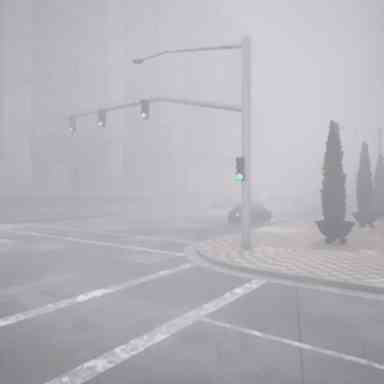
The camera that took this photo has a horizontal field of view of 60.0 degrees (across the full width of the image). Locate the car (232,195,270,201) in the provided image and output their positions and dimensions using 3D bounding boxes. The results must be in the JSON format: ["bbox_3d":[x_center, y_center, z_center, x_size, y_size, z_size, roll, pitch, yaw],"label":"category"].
[{"bbox_3d":[7.294,1.484,40.666,2.128,1.511,4.902,0,0,36],"label":"car"}]

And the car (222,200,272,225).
[{"bbox_3d":[4.328,1.560,24.465,1.994,1.385,4.181,0,0,36],"label":"car"}]

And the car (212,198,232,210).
[{"bbox_3d":[4.393,1.496,42.628,1.837,1.490,4.892,0,0,36],"label":"car"}]

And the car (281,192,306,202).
[{"bbox_3d":[16.658,1.172,53.451,2.128,1.511,4.902,0,0,36],"label":"car"}]

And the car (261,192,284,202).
[{"bbox_3d":[13.840,1.000,55.527,2.097,1.767,4.553,0,0,36],"label":"car"}]
